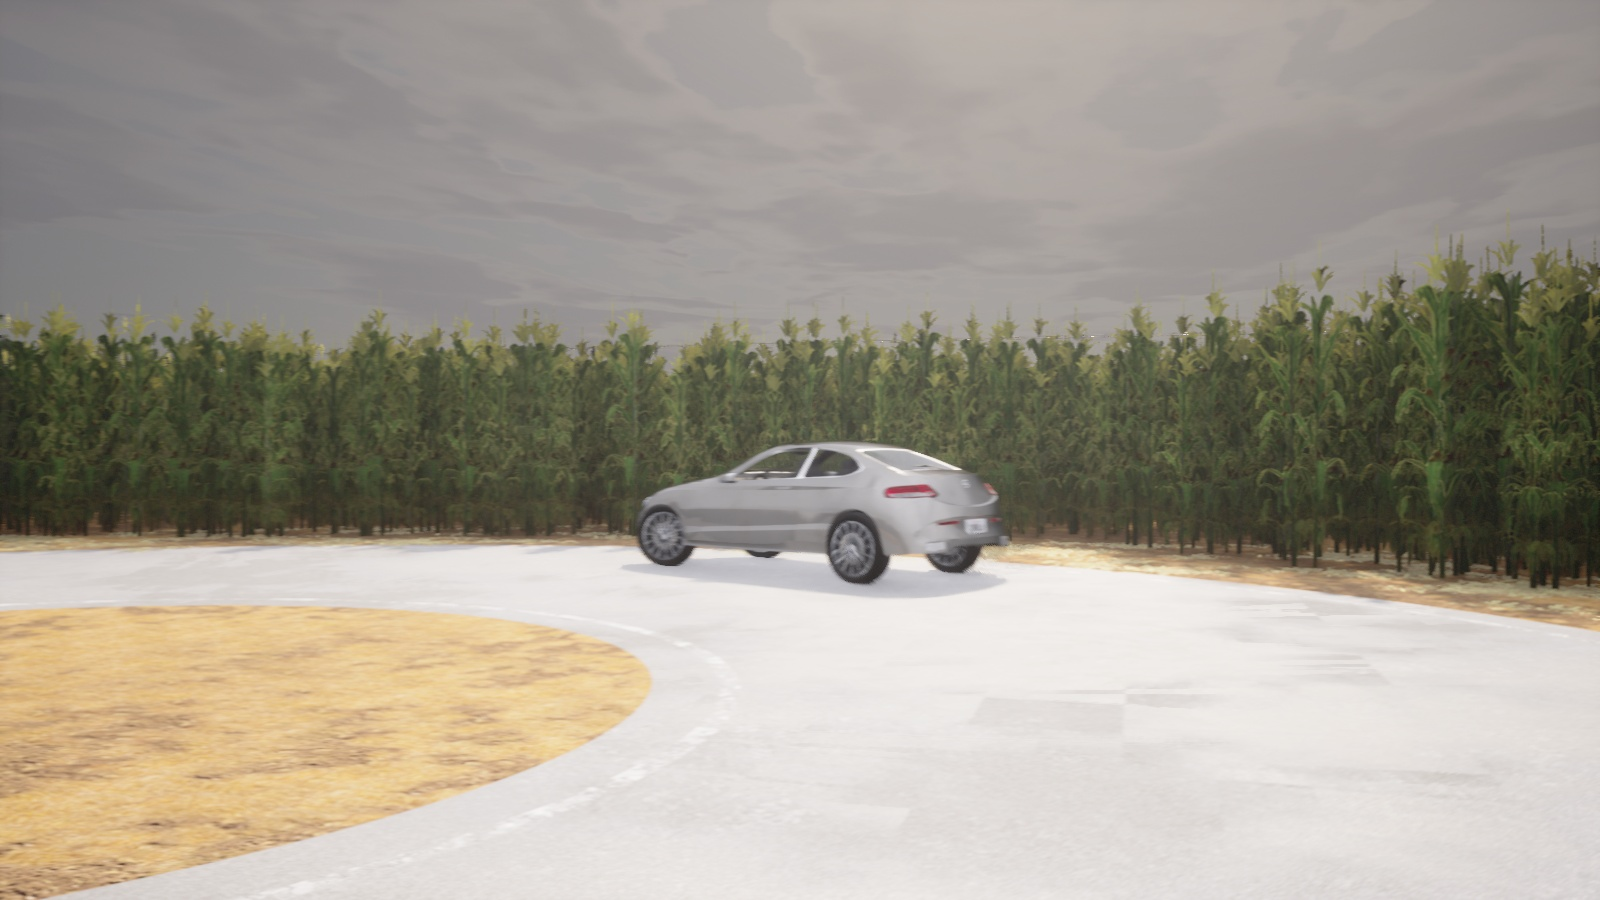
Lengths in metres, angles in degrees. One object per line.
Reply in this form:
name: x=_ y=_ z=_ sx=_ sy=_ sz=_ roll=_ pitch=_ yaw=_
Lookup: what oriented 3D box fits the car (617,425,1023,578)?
car: x=0.111 y=0.564 z=16.050 sx=5.027 sy=1.651 sz=2.152 roll=0 pitch=0 yaw=42
